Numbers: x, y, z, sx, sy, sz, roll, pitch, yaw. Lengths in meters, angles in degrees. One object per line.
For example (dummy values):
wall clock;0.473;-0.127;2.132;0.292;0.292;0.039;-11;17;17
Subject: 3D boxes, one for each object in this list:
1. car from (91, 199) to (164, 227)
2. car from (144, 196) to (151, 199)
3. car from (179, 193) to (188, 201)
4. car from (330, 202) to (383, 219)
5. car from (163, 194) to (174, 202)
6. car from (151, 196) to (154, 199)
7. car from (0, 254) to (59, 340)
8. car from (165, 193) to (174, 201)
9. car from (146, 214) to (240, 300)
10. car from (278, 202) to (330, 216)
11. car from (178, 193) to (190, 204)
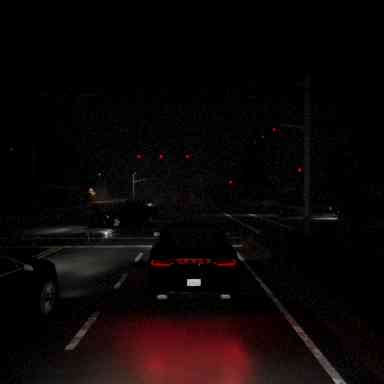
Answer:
car;-4.533;1.478;22.853;1.882;1.535;5.008;-1;-1;38
car;-8.540;1.601;56.381;1.895;1.301;4.718;0;0;-1
car;-2.200;1.225;85.058;2.150;2.045;5.566;0;0;-1
car;14.756;1.564;29.045;4.181;1.385;1.994;0;0;-2
car;-5.430;1.533;74.624;2.033;1.411;5.357;0;0;-1
car;-8.752;1.491;66.807;2.128;1.511;4.902;0;0;-1
car;-3.468;1.492;4.469;2.128;1.511;4.902;0;0;0
car;-5.705;1.270;85.229;2.097;1.767;4.553;0;0;-1
car;0.000;1.478;8.461;1.882;1.535;5.008;0;0;-1
car;10.859;1.601;32.434;4.718;1.301;1.895;0;0;-2
car;-1.596;1.221;65.477;2.150;2.045;5.566;0;0;-1
